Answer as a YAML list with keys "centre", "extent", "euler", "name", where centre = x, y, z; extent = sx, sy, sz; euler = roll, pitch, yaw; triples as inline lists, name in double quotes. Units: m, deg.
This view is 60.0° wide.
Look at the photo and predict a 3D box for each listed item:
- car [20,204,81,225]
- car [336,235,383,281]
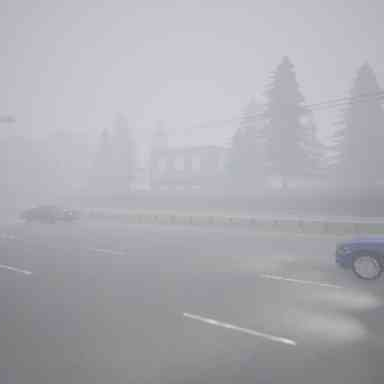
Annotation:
- centre: [-10.389, 1.558, 24.305]
  extent: [5.357, 1.411, 2.033]
  euler: [0, 0, 36]
  name: "car"
- centre: [6.222, 1.477, 8.152]
  extent: [5.008, 1.535, 1.882]
  euler: [0, 0, 36]
  name: "car"
